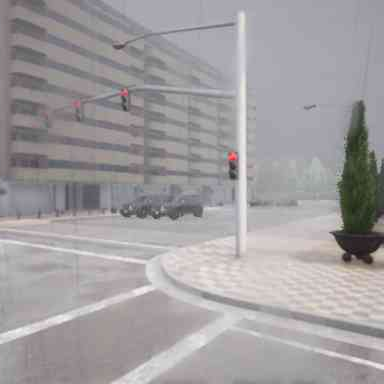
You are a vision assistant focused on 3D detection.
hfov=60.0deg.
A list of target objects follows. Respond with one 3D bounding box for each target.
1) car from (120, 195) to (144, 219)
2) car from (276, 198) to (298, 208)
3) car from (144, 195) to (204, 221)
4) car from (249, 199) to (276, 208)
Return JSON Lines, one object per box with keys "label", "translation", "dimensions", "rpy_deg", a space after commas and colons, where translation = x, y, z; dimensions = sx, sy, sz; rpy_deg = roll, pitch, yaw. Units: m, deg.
{"label": "car", "translation": [-4.031, 1.296, 30.484], "dimensions": [2.150, 2.045, 5.566], "rpy_deg": [0, 0, 36]}
{"label": "car", "translation": [14.173, 1.599, 49.515], "dimensions": [2.033, 1.411, 5.357], "rpy_deg": [0, 0, 36]}
{"label": "car", "translation": [-1.166, 1.274, 28.473], "dimensions": [2.150, 2.045, 5.566], "rpy_deg": [0, 0, 36]}
{"label": "car", "translation": [10.468, 1.674, 50.394], "dimensions": [1.895, 1.301, 4.718], "rpy_deg": [0, 0, 37]}
